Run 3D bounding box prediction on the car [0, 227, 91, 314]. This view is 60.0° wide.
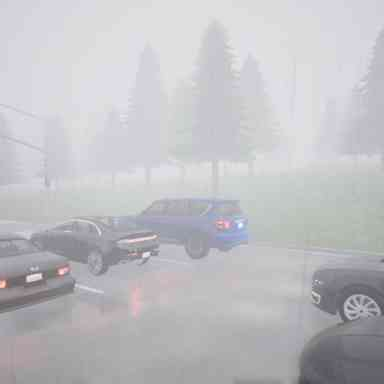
[{"bbox_3d":[-4.807,1.547,7.285,5.357,1.411,2.033,0,0,36],"label":"car"}]

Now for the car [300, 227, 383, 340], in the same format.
[{"bbox_3d":[4.409,1.505,5.146,4.892,1.490,1.837,0,0,35],"label":"car"}]

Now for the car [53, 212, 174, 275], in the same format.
[{"bbox_3d":[-3.211,1.492,10.451,4.902,1.511,2.128,0,0,36],"label":"car"}]

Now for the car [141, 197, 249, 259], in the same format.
[{"bbox_3d":[-0.540,1.221,12.837,5.566,2.045,2.150,0,0,35],"label":"car"}]

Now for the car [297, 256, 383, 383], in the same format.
[{"bbox_3d":[3.122,1.478,1.764,5.008,1.535,1.882,0,0,35],"label":"car"}]
